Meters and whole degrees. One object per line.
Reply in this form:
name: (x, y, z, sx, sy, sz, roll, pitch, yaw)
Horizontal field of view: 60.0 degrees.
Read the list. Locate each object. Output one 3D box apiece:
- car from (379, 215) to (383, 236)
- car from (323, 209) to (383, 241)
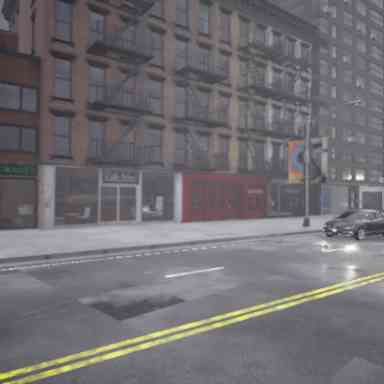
car: (10.982, 1.823, 15.514, 4.718, 1.301, 1.895, 1, -1, -35)
car: (9.164, 1.728, 18.208, 4.892, 1.490, 1.837, 1, -1, -35)
